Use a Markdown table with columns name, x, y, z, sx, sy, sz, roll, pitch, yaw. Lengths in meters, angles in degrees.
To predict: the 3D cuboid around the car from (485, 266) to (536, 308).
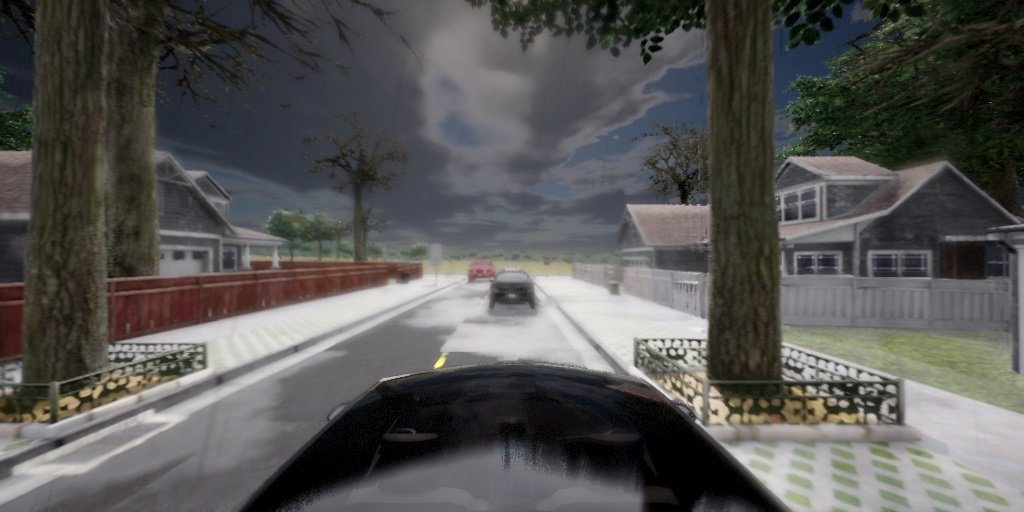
| name | x | y | z | sx | sy | sz | roll | pitch | yaw |
| --- | --- | --- | --- | --- | --- | --- | --- | --- | --- |
| car | 0.031 | 1.381 | 16.104 | 1.882 | 1.535 | 5.008 | 0 | 0 | 1 |

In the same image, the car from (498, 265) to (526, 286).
| name | x | y | z | sx | sy | sz | roll | pitch | yaw |
| --- | --- | --- | --- | --- | --- | --- | --- | --- | --- |
| car | 0.021 | 1.566 | 30.339 | 2.128 | 1.511 | 4.902 | 0 | -1 | 1 |

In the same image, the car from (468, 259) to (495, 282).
| name | x | y | z | sx | sy | sz | roll | pitch | yaw |
| --- | --- | --- | --- | --- | --- | --- | --- | --- | --- |
| car | -2.759 | 1.336 | 33.374 | 2.150 | 2.045 | 5.566 | 0 | -1 | 0 |
